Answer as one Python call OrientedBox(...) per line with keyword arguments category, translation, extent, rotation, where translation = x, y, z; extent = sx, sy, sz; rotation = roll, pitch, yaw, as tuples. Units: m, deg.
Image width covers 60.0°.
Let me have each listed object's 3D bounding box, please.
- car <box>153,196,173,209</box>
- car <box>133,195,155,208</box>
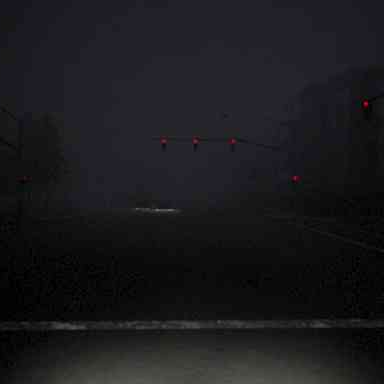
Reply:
OrientedBox(category="car", translation=(-3.523, 1.562, 43.845), extent=(1.994, 1.385, 4.181), rotation=(0, 0, 0))
OrientedBox(category="car", translation=(-7.016, 1.545, 47.238), extent=(2.033, 1.411, 5.357), rotation=(0, 0, 0))
